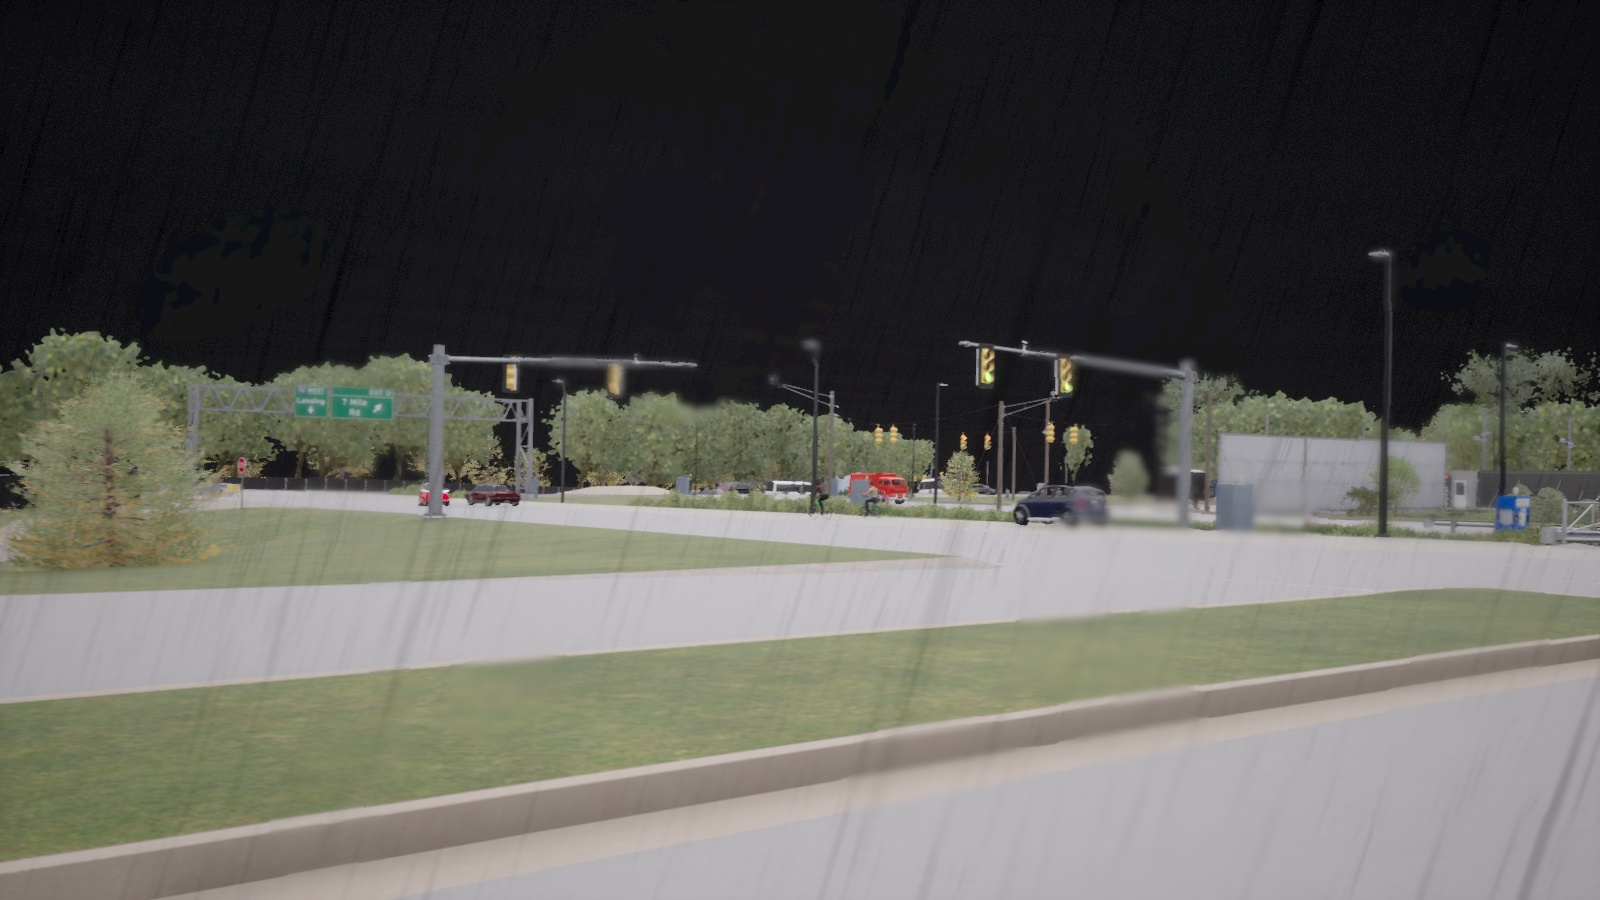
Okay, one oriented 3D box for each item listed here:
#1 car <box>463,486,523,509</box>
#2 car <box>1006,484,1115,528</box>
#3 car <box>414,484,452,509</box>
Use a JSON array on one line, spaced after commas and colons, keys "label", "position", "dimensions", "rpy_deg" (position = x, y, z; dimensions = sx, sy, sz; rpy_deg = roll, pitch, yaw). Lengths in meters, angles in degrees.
[{"label": "car", "position": [-18.144, 2.766, 74.128], "dimensions": [1.895, 1.301, 4.718], "rpy_deg": [1, -2, -34]}, {"label": "car", "position": [9.543, 2.023, 46.174], "dimensions": [1.789, 1.549, 3.705], "rpy_deg": [1, -2, -34]}, {"label": "car", "position": [-21.113, 2.661, 72.273], "dimensions": [1.481, 1.376, 2.207], "rpy_deg": [1, -2, -34]}]
